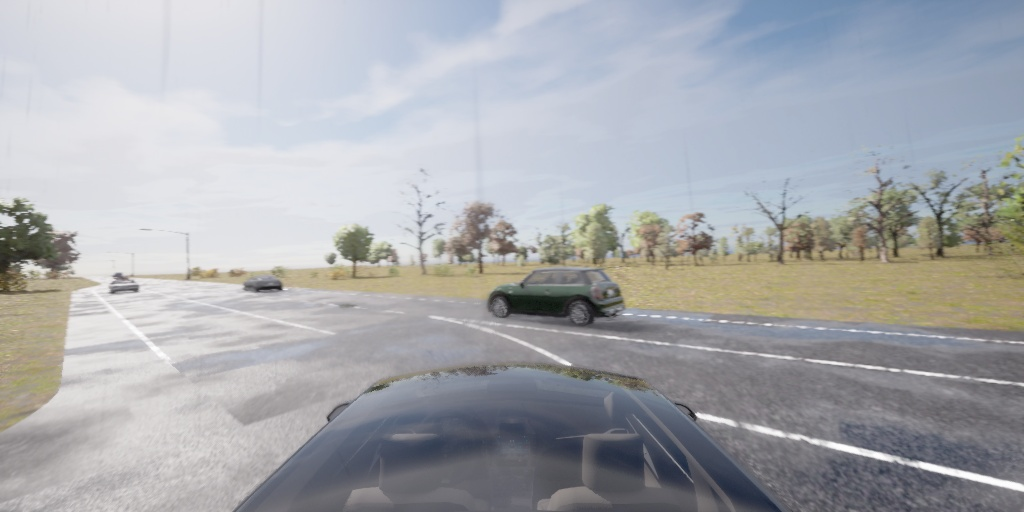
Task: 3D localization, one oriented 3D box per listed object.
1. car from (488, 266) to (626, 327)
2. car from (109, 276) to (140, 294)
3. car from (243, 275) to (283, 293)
[{"bbox_3d":[1.301,1.160,11.959,4.553,1.767,2.097,-2,-1,39],"label":"car"},{"bbox_3d":[-37.956,2.976,35.086,4.718,1.301,1.895,-2,-1,39],"label":"car"},{"bbox_3d":[-21.141,2.310,30.390,4.181,1.385,1.994,-2,-1,39],"label":"car"}]
